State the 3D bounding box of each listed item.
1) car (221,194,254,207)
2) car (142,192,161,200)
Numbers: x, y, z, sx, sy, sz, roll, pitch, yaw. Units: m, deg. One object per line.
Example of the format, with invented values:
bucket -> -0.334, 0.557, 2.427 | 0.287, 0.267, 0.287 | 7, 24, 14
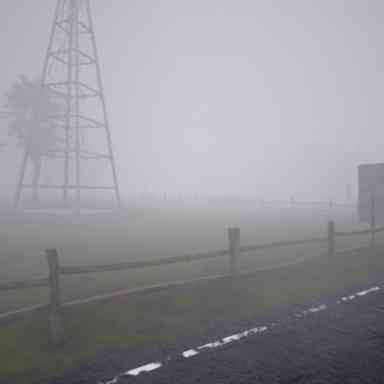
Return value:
car -> 5.674, 1.017, 41.917 | 1.837, 1.490, 4.892 | 1, 0, -35
car -> -7.359, 0.697, 60.353 | 1.882, 1.535, 5.008 | 1, 0, -35
